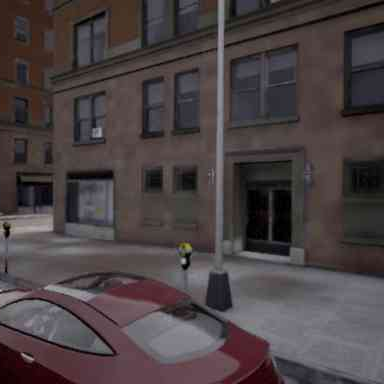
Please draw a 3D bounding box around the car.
[{"bbox_3d":[-1.147,1.550,3.601,4.206,1.307,1.802,1,0,35],"label":"car"}]
